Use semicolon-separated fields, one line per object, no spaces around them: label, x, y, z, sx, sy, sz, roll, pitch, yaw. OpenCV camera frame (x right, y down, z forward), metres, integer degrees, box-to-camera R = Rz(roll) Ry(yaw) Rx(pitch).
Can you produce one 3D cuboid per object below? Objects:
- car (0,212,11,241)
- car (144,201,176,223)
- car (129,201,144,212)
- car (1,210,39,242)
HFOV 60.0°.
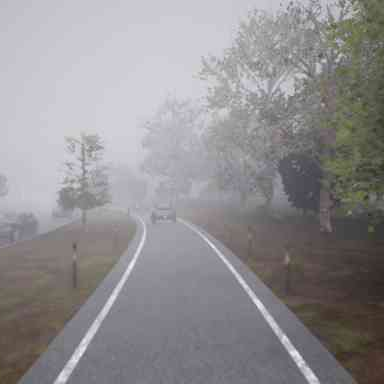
car;-9.362;1.738;12.826;2.231;1.521;4.892;2;-1;-6
car;-2.406;1.593;26.353;2.128;1.511;4.902;0;0;-11
car;-6.845;1.838;42.481;1.895;1.301;4.718;-1;0;-20
car;-10.002;1.793;18.381;2.231;1.521;4.892;2;-1;-7
